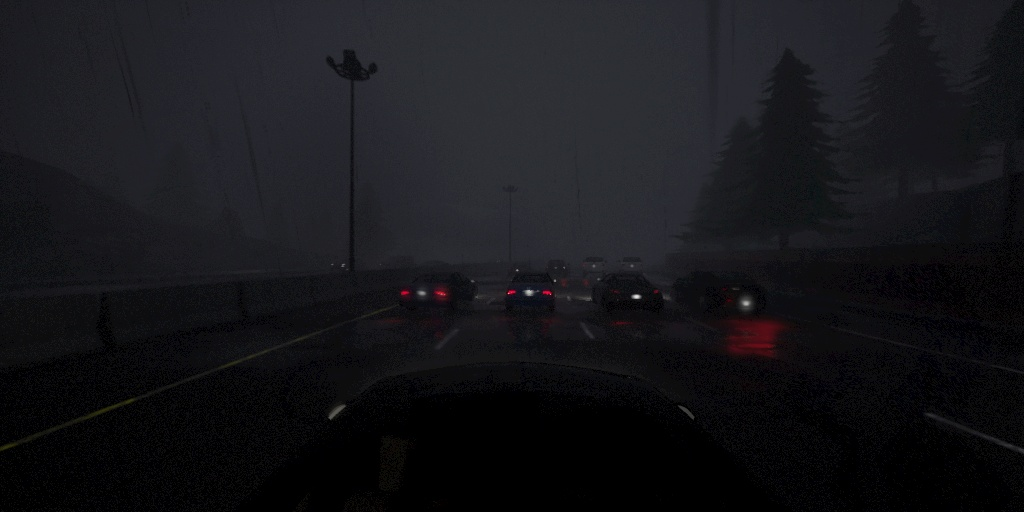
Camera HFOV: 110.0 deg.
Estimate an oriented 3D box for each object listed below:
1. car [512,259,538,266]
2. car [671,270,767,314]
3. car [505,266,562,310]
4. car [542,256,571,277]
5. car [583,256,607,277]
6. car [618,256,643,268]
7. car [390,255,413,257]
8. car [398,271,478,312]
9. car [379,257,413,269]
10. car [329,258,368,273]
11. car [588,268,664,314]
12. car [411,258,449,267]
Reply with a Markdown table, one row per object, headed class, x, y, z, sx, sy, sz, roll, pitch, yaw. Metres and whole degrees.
| class | x | y | z | sx | sy | sz | roll | pitch | yaw |
| --- | --- | --- | --- | --- | --- | --- | --- | --- | --- |
| car | 0.947 | 1.315 | 35.254 | 1.994 | 1.385 | 4.181 | 0 | 0 | 14 |
| car | 7.837 | 1.277 | 14.057 | 1.837 | 1.490 | 4.892 | 0 | 0 | 5 |
| car | 0.836 | 1.299 | 14.711 | 2.033 | 1.411 | 5.357 | 0 | 0 | 6 |
| car | 4.571 | 1.114 | 35.261 | 2.097 | 1.767 | 4.553 | 0 | 0 | 14 |
| car | 8.304 | 0.995 | 35.897 | 2.150 | 2.045 | 5.566 | 0 | 0 | 15 |
| car | 12.214 | 1.006 | 36.878 | 2.150 | 2.045 | 5.566 | 0 | 0 | 16 |
| car | -14.521 | 0.930 | 45.740 | 2.150 | 2.045 | 5.566 | 0 | 0 | 17 |
| car | -2.717 | 1.289 | 14.313 | 2.033 | 1.411 | 5.357 | 0 | 0 | 5 |
| car | -12.398 | 1.205 | 40.315 | 2.128 | 1.511 | 4.902 | 0 | 0 | 15 |
| car | -19.145 | 1.044 | 42.130 | 2.097 | 1.767 | 4.553 | 0 | 0 | 15 |
| car | 4.327 | 1.326 | 13.950 | 1.994 | 1.385 | 4.181 | 0 | 0 | 5 |
| car | -8.823 | 1.200 | 40.189 | 1.882 | 1.535 | 5.008 | 0 | 0 | 16 |
